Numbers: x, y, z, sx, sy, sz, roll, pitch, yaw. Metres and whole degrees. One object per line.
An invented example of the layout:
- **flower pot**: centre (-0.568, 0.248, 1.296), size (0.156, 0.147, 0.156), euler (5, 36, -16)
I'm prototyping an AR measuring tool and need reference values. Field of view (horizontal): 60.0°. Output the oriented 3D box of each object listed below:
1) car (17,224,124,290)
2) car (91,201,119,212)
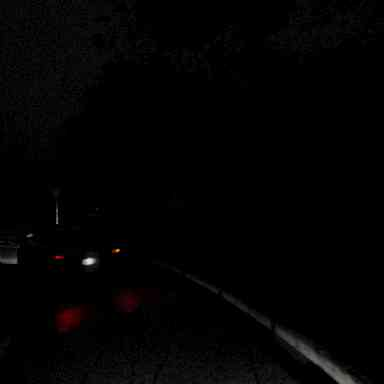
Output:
- **car**: centre (-3.526, 1.585, 9.342), size (1.994, 1.385, 4.181), euler (0, 0, -35)
- **car**: centre (-9.868, 1.740, 40.664), size (1.895, 1.301, 4.718), euler (-1, 0, 34)
